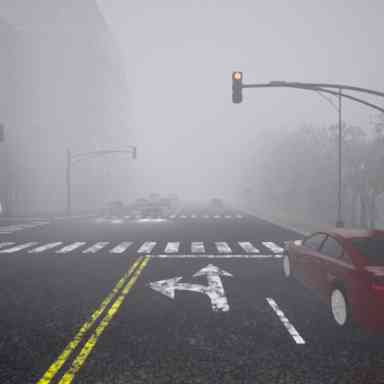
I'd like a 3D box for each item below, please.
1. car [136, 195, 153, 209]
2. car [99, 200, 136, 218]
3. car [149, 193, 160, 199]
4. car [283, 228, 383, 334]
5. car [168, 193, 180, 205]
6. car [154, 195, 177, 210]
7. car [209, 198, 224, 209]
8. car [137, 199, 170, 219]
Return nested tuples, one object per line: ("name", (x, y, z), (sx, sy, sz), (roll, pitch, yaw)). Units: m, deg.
("car", (-6.605, 1.532, 43.226), (1.812, 1.442, 4.674), (0, 0, 0))
("car", (-7.053, 1.534, 31.007), (1.812, 1.442, 4.674), (0, 0, 7))
("car", (-6.587, 1.233, 58.401), (2.150, 2.045, 5.566), (0, 0, 0))
("car", (3.349, 1.477, 6.907), (1.882, 1.535, 5.008), (0, 0, 0))
("car", (-3.339, 1.238, 57.747), (2.150, 2.045, 5.566), (0, 0, 0))
("car", (-3.351, 1.506, 42.433), (1.837, 1.490, 4.892), (0, 1, 0))
("car", (3.345, 1.533, 46.111), (1.812, 1.442, 4.674), (0, 0, 0))
("car", (-3.356, 1.581, 29.548), (1.994, 1.385, 4.181), (0, 0, 0))
